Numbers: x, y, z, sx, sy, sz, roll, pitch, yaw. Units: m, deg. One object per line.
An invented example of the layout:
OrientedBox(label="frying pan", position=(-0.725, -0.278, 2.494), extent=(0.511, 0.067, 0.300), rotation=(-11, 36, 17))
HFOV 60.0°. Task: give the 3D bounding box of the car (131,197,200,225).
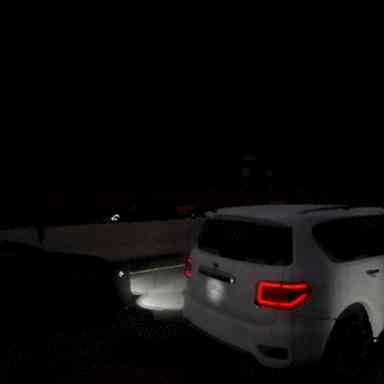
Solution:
OrientedBox(label="car", position=(-1.907, 1.310, 24.126), extent=(4.553, 1.767, 2.097), rotation=(0, 0, -35))

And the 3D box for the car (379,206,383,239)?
OrientedBox(label="car", position=(11.409, 1.429, 16.181), extent=(4.902, 1.511, 2.128), rotation=(0, 0, -35))

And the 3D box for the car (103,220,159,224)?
OrientedBox(label="car", position=(-2.929, 1.322, 19.099), extent=(4.553, 1.767, 2.097), rotation=(0, 0, -35))

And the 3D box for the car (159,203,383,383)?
OrientedBox(label="car", position=(2.454, 1.204, 5.496), extent=(5.566, 2.045, 2.150), rotation=(0, 0, -35))

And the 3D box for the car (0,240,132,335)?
OrientedBox(label="car", position=(-3.196, 1.562, 5.766), extent=(4.181, 1.385, 1.994), rotation=(0, 0, -35))
